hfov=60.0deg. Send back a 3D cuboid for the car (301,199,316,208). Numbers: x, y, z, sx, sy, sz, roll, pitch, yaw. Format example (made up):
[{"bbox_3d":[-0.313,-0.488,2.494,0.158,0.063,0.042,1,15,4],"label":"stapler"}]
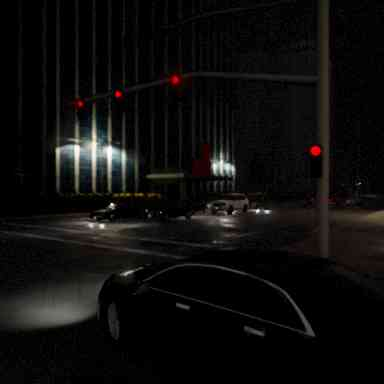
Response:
[{"bbox_3d":[17.026,1.594,46.811,1.895,1.301,4.718,0,0,35],"label":"car"}]

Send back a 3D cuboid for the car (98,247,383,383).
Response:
[{"bbox_3d":[0.553,1.506,4.371,1.837,1.490,4.892,-1,1,-44],"label":"car"}]

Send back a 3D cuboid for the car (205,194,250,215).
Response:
[{"bbox_3d":[3.965,1.213,34.564,2.150,2.045,5.566,0,0,35],"label":"car"}]

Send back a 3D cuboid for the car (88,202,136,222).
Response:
[{"bbox_3d":[-5.682,1.537,26.866,2.033,1.411,5.357,0,0,35],"label":"car"}]

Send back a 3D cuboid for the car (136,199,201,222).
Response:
[{"bbox_3d":[-1.733,1.483,26.413,2.128,1.511,4.902,0,0,35],"label":"car"}]

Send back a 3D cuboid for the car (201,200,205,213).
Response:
[{"bbox_3d":[-0.054,1.494,34.923,1.837,1.490,4.892,0,0,35],"label":"car"}]

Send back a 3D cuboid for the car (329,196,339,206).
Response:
[{"bbox_3d":[23.260,1.471,55.738,1.882,1.535,5.008,0,0,35],"label":"car"}]

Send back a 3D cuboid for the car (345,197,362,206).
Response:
[{"bbox_3d":[26.197,1.521,53.864,1.812,1.442,4.674,0,0,34],"label":"car"}]

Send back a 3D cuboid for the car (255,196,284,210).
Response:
[{"bbox_3d":[9.747,1.555,42.815,1.994,1.385,4.181,0,0,35],"label":"car"}]

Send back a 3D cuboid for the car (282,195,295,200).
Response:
[{"bbox_3d":[25.323,1.462,90.224,5.008,1.535,1.882,0,0,35],"label":"car"}]

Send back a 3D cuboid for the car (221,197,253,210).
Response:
[{"bbox_3d":[5.927,1.481,43.466,2.128,1.511,4.902,0,0,35],"label":"car"}]
